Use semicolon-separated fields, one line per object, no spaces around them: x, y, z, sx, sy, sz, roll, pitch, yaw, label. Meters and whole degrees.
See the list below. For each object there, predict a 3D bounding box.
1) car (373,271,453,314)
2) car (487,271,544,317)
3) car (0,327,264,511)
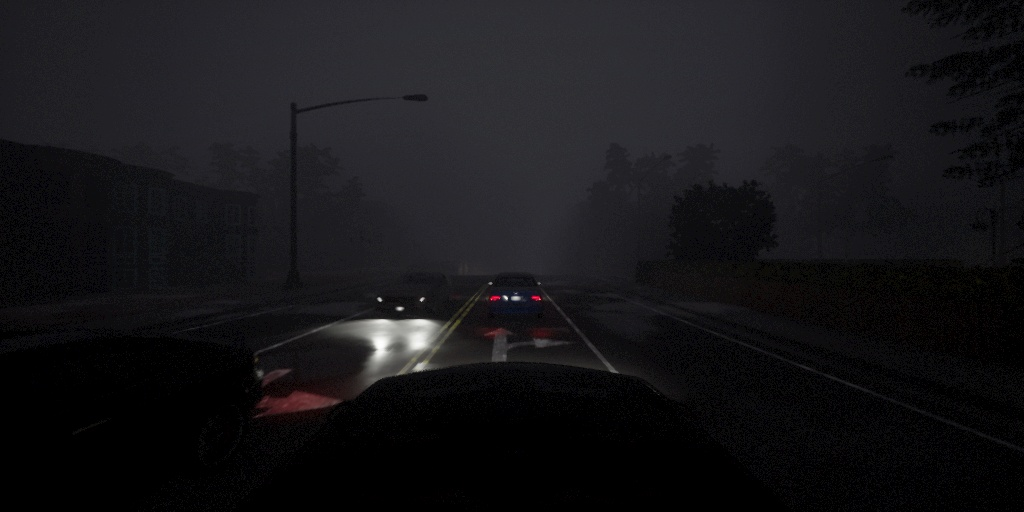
-3.558;1.294;14.089;2.033;1.411;5.357;0;0;0;car
0.104;1.295;13.060;2.033;1.411;5.357;0;0;0;car
-3.591;1.275;2.052;1.812;1.442;4.674;0;0;0;car
